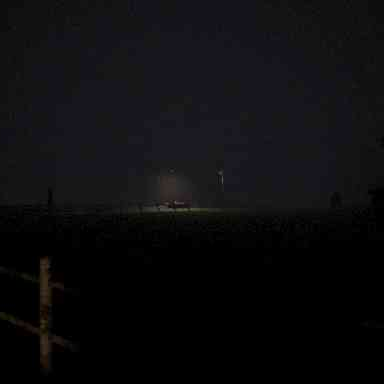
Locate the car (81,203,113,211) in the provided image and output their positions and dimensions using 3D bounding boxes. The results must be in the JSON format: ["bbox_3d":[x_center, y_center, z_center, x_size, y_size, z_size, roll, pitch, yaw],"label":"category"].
[{"bbox_3d":[-14.186,2.269,49.788,1.895,1.301,4.718,0,-1,36],"label":"car"}]

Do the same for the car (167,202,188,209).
[{"bbox_3d":[-2.836,2.680,65.539,1.895,1.301,4.718,0,-1,36],"label":"car"}]
